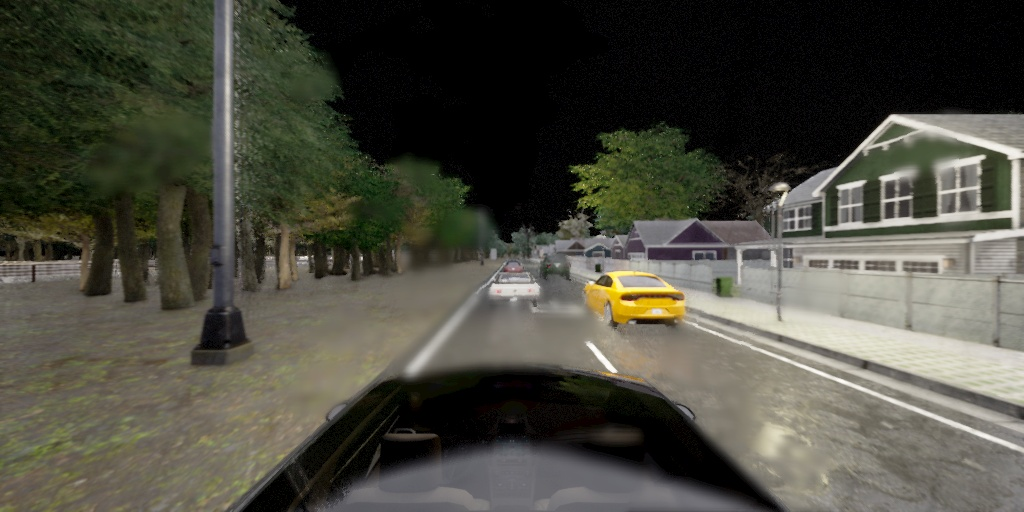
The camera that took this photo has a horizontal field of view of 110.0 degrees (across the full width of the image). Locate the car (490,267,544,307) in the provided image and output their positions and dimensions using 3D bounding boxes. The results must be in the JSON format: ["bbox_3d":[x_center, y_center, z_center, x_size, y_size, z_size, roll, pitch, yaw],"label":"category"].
[{"bbox_3d":[0.120,1.341,15.412,1.895,1.301,4.718,0,0,0],"label":"car"}]

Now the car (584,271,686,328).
[{"bbox_3d":[3.613,1.224,11.397,1.882,1.535,5.008,0,0,0],"label":"car"}]

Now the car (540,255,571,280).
[{"bbox_3d":[3.640,0.934,30.516,2.150,2.045,5.566,0,0,0],"label":"car"}]

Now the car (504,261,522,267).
[{"bbox_3d":[0.149,1.262,38.172,1.994,1.385,4.181,0,0,0],"label":"car"}]
